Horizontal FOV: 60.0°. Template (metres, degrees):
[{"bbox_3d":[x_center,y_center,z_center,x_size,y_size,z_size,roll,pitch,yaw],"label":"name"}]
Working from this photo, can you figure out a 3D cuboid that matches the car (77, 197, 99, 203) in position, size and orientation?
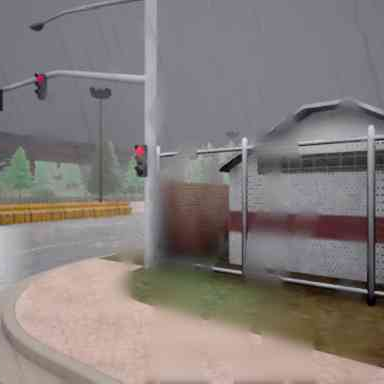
[{"bbox_3d":[-13.089,1.481,43.893,1.837,1.490,4.892,0,0,34],"label":"car"}]
